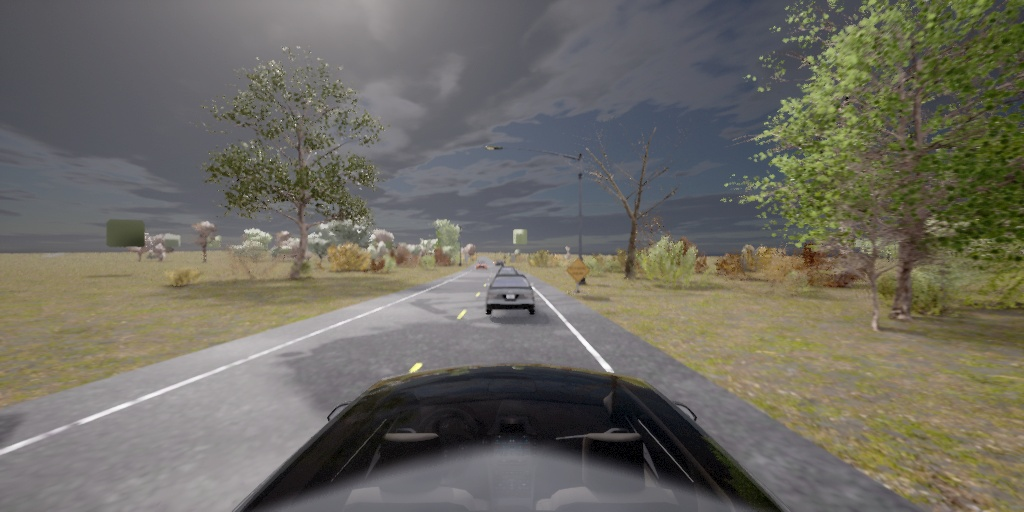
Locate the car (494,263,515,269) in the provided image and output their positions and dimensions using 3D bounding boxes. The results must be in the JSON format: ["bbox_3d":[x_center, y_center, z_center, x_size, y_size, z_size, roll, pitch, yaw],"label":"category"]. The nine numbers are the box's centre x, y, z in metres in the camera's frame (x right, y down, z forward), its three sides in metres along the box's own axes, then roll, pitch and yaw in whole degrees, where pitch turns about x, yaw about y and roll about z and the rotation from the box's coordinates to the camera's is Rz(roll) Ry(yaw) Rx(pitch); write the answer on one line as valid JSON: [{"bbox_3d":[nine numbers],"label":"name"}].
[{"bbox_3d":[-0.396,1.581,30.522,1.994,1.385,4.181,0,0,-1],"label":"car"}]

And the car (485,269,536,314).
[{"bbox_3d":[-0.068,1.419,14.419,2.033,1.411,5.357,0,-1,0],"label":"car"}]

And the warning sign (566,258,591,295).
[{"bbox_3d":[3.415,1.025,18.624,1.300,1.860,1.060,0,0,-1],"label":"warning sign"}]
